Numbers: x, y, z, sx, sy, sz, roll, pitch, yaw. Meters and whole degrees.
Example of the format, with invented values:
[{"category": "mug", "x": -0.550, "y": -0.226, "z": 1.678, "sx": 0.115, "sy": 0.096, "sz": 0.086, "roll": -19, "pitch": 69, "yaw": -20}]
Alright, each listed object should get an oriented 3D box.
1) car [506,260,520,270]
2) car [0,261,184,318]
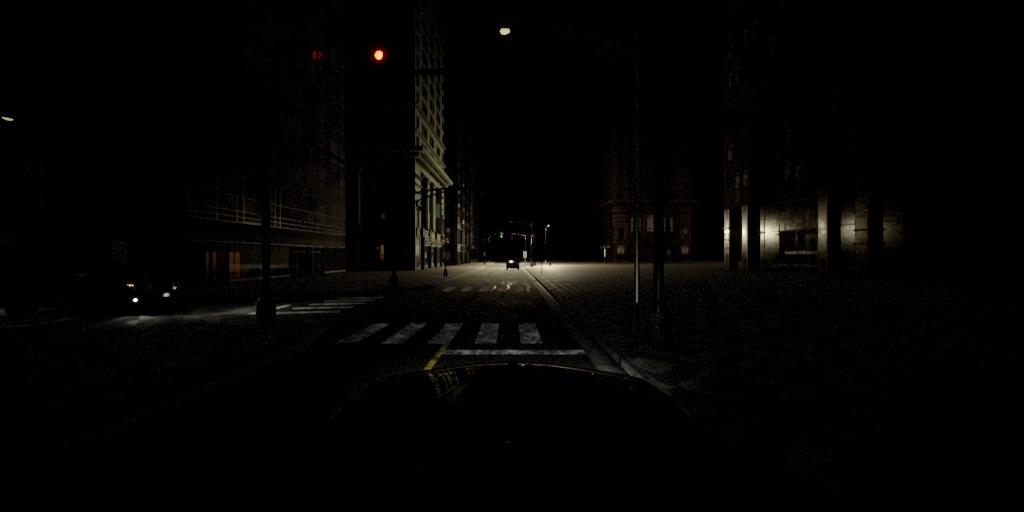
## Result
[{"category": "car", "x": 0.117, "y": 1.308, "z": 53.437, "sx": 1.994, "sy": 1.385, "sz": 4.181, "roll": 0, "pitch": 0, "yaw": 0}, {"category": "car", "x": -16.103, "y": 1.188, "z": 13.818, "sx": 5.566, "sy": 2.045, "sz": 2.150, "roll": -1, "pitch": 0, "yaw": 0}]
